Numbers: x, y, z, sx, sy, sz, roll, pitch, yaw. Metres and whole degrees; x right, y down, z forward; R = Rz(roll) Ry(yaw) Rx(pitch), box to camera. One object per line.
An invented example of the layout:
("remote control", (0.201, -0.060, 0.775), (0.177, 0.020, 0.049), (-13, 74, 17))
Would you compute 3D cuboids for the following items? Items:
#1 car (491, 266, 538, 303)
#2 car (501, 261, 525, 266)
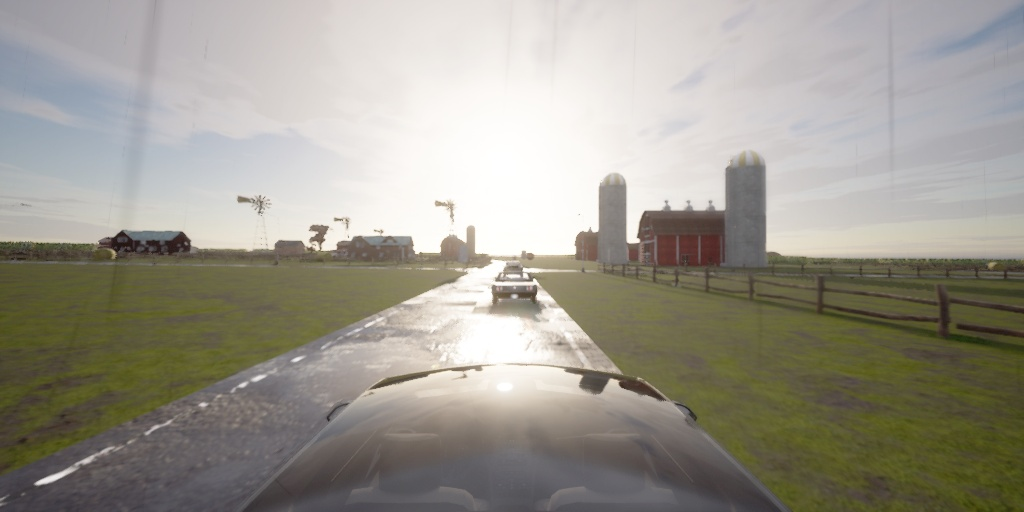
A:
("car", (0.100, 1.325, 16.518), (1.895, 1.301, 4.718), (0, 0, 0))
("car", (0.102, 1.204, 32.719), (1.837, 1.490, 4.892), (0, 0, 0))
